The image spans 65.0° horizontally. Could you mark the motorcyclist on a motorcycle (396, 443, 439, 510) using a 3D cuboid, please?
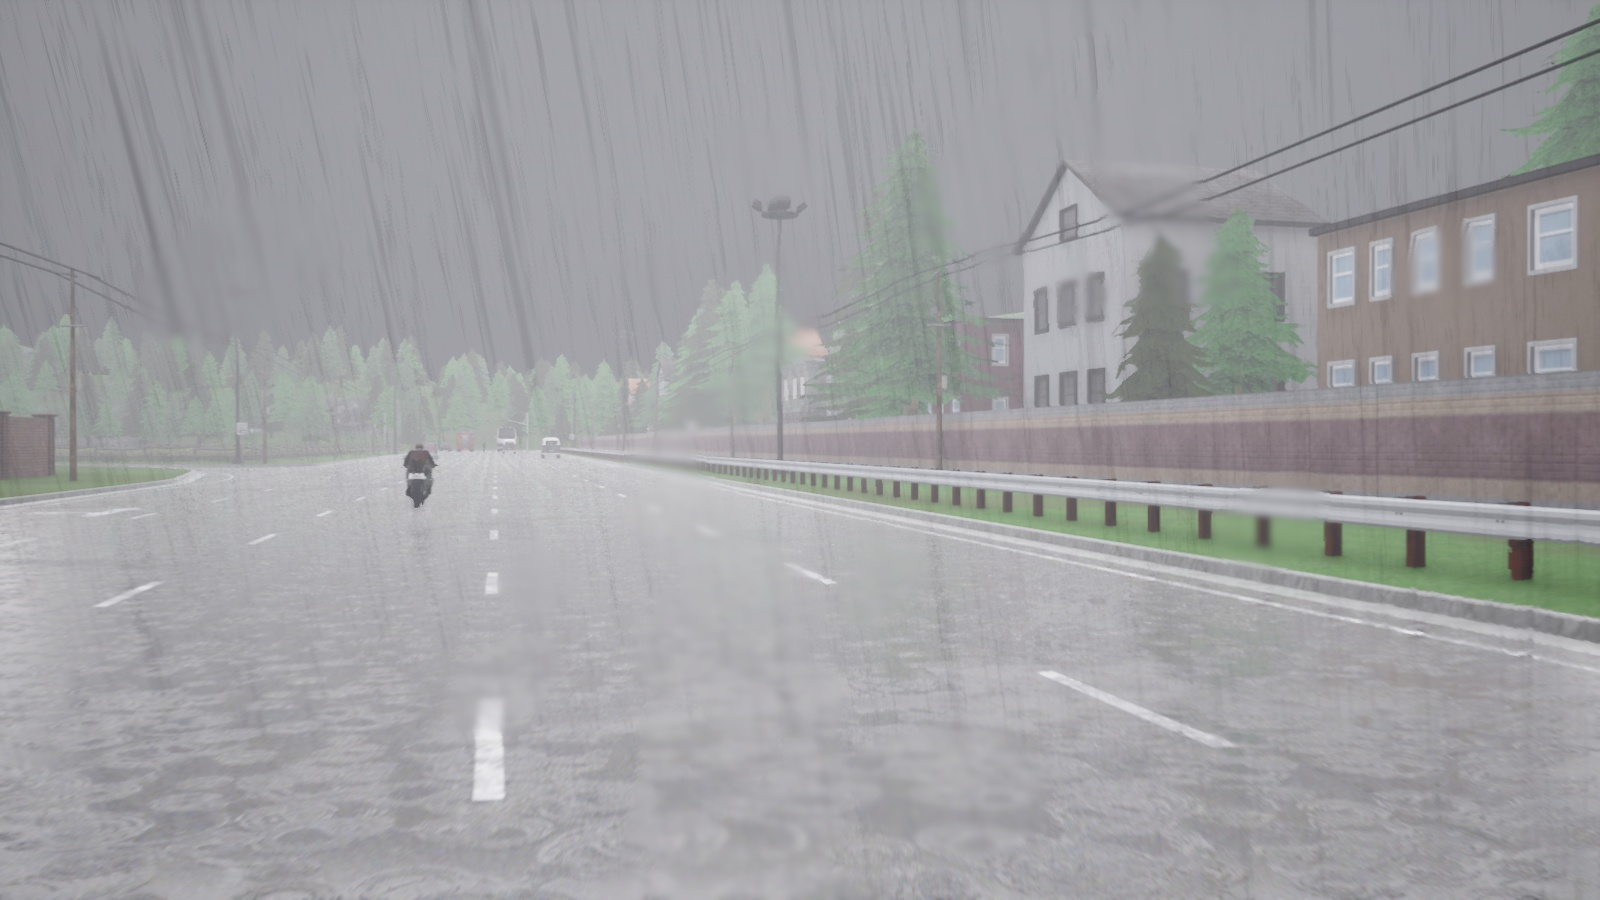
[{"bbox_3d":[-9.108,0.605,29.966,0.866,1.530,2.191,0,0,-14],"label":"motorcyclist on a motorcycle"}]
